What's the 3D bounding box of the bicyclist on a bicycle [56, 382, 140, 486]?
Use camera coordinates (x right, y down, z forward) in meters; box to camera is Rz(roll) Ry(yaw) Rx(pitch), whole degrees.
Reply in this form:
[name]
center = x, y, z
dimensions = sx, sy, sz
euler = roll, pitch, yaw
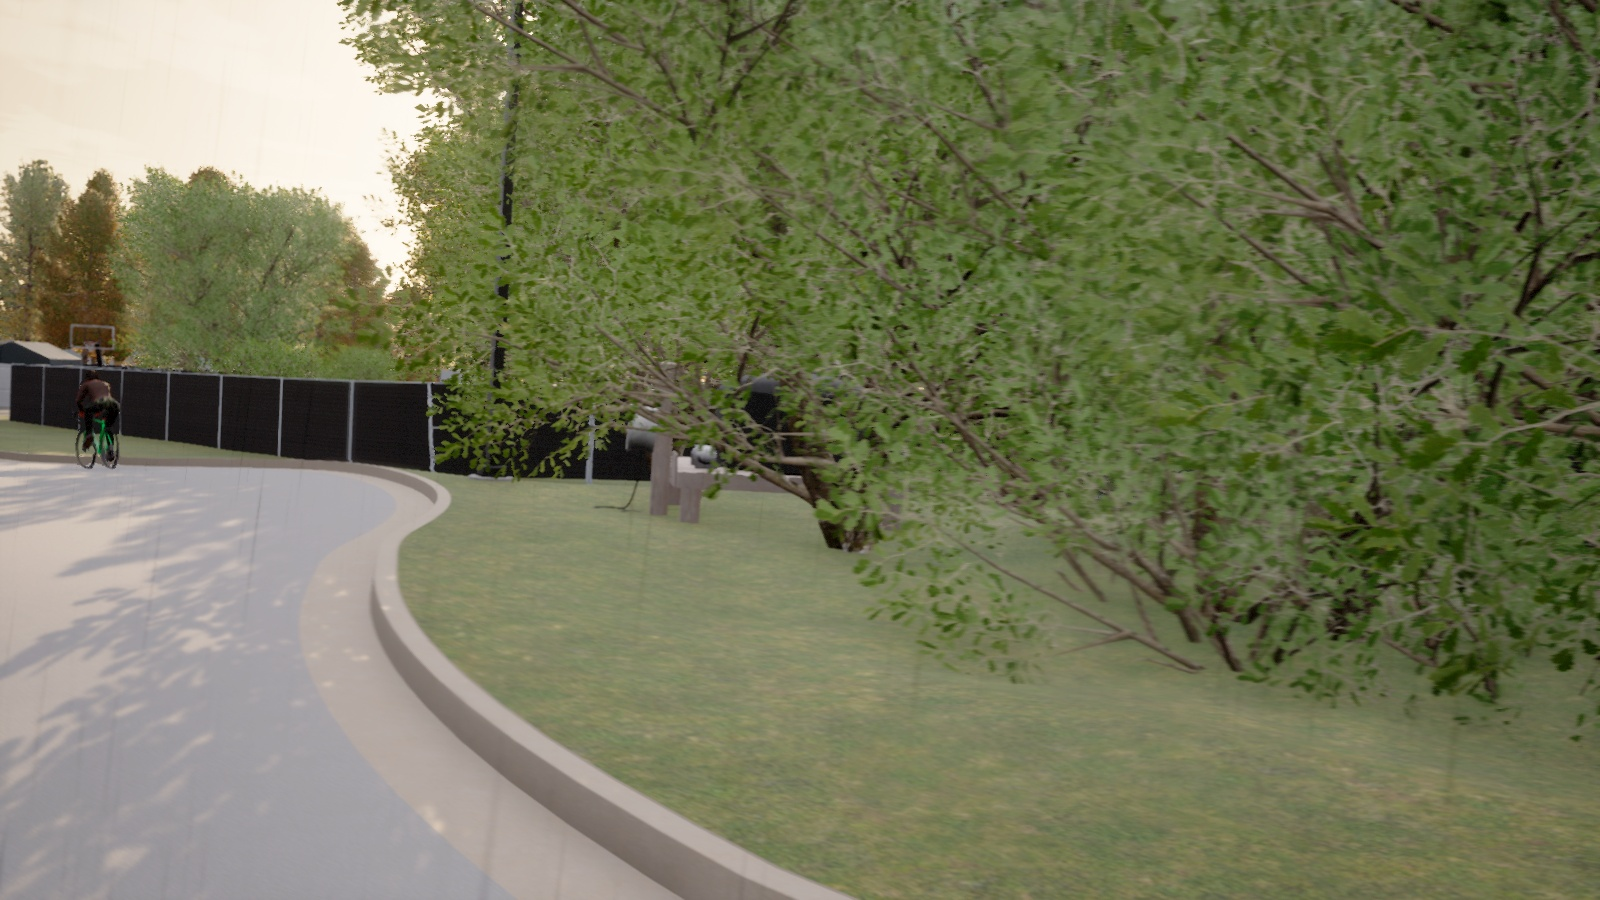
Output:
[bicyclist on a bicycle]
center = -11.445, -0.248, 20.461
dimensions = 1.656, 1.620, 0.582
euler = -2, 0, 40
